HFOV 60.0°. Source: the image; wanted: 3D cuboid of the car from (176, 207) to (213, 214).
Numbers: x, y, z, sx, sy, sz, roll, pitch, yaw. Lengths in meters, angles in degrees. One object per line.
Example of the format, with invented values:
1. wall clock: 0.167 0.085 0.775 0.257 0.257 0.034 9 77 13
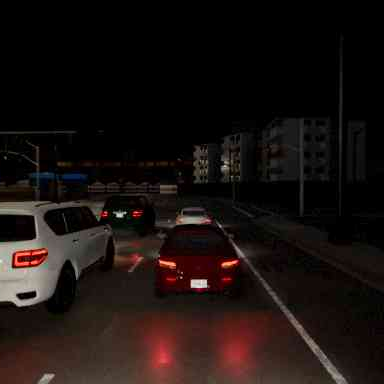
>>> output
1. car: 0.115 1.490 17.518 1.812 1.442 4.674 0 0 1

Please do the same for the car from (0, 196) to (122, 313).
1. car: -3.383 1.218 7.788 2.150 2.045 5.566 0 0 0

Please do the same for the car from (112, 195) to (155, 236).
1. car: -3.352 1.179 18.147 2.150 2.045 5.566 0 0 0

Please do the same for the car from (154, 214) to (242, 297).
1. car: 0.120 1.521 8.431 1.812 1.442 4.674 0 0 0

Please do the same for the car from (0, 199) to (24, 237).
1. car: -10.506 1.312 16.370 2.097 1.767 4.553 0 0 1
